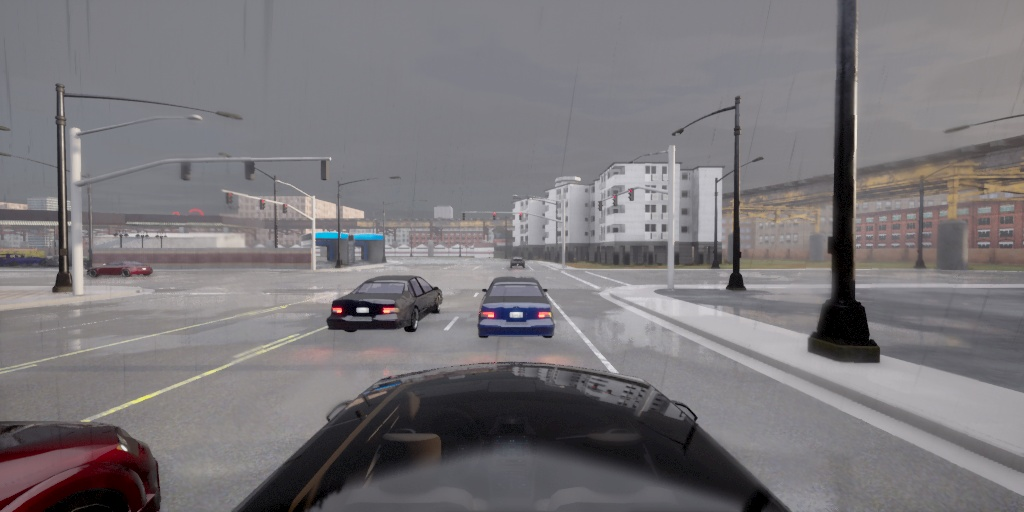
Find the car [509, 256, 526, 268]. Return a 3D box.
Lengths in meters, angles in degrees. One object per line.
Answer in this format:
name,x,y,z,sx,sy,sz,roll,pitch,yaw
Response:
car,0.694,0.771,46.178,1.837,1.490,4.892,0,1,0

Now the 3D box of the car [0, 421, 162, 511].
car,-3.394,1.314,0.692,1.994,1.385,4.181,0,0,-1

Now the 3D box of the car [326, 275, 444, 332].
car,-3.409,1.274,10.689,2.033,1.411,5.357,0,0,0

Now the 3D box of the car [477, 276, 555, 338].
car,0.088,1.280,10.088,2.033,1.411,5.357,0,0,0

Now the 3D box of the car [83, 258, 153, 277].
car,-33.771,1.085,30.927,4.181,1.385,1.994,0,1,-1
